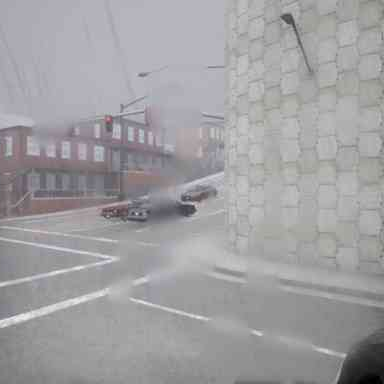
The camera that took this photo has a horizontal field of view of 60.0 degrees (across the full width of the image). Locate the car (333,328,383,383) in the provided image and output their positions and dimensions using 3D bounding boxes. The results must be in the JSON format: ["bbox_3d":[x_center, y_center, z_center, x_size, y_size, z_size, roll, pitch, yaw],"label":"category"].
[{"bbox_3d":[3.318,1.492,1.597,4.902,1.511,2.128,0,0,36],"label":"car"}]

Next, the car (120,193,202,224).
[{"bbox_3d":[-1.881,1.189,22.058,2.033,1.411,5.357,0,4,35],"label":"car"}]

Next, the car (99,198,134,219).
[{"bbox_3d":[-4.550,1.187,24.722,1.895,1.301,4.718,0,5,35],"label":"car"}]

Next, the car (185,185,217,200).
[{"bbox_3d":[0.685,0.077,32.107,1.994,1.385,4.181,0,9,36],"label":"car"}]
